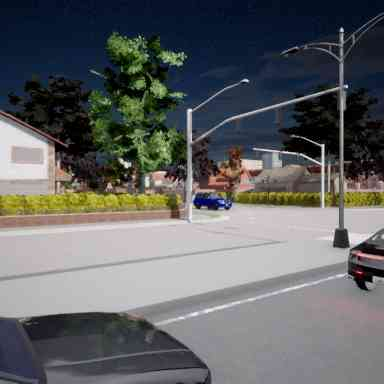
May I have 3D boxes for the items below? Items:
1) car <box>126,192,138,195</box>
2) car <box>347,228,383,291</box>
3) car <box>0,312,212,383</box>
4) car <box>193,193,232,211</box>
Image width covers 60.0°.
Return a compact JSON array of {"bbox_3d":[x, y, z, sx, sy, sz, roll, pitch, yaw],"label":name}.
[{"bbox_3d":[-9.645,1.077,57.124,2.150,2.045,5.566,0,0,-36],"label":"car"},{"bbox_3d":[5.573,1.474,7.720,4.902,1.511,2.128,0,0,-35],"label":"car"},{"bbox_3d":[-2.361,1.543,2.060,5.357,1.411,2.033,0,0,-36],"label":"car"},{"bbox_3d":[2.413,1.120,40.394,2.150,2.045,5.566,0,0,-36],"label":"car"}]
